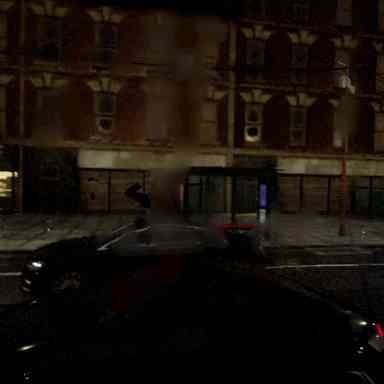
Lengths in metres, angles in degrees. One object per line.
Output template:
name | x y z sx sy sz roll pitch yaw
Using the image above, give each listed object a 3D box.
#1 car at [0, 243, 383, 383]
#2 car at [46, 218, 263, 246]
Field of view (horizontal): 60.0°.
car | -0.118 1.477 3.631 4.181 1.385 1.994 1 1 -11
car | -0.862 1.320 7.034 4.902 1.511 2.128 1 1 -11
